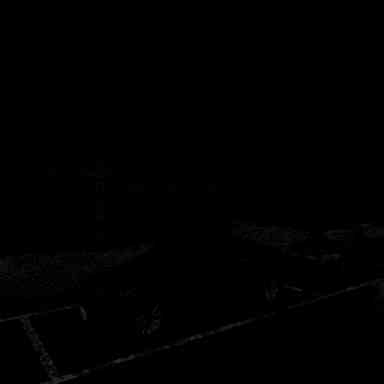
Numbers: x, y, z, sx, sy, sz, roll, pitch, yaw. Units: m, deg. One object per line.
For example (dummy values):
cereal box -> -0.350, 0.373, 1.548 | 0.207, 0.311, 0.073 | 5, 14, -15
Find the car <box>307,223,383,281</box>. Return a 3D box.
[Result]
car -> 4.526, 1.582, 9.752 | 4.206, 1.307, 1.802 | 0, 0, -35

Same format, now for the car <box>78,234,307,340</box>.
car -> 0.043, 1.566, 6.563 | 4.313, 1.339, 1.947 | 0, 0, -35
